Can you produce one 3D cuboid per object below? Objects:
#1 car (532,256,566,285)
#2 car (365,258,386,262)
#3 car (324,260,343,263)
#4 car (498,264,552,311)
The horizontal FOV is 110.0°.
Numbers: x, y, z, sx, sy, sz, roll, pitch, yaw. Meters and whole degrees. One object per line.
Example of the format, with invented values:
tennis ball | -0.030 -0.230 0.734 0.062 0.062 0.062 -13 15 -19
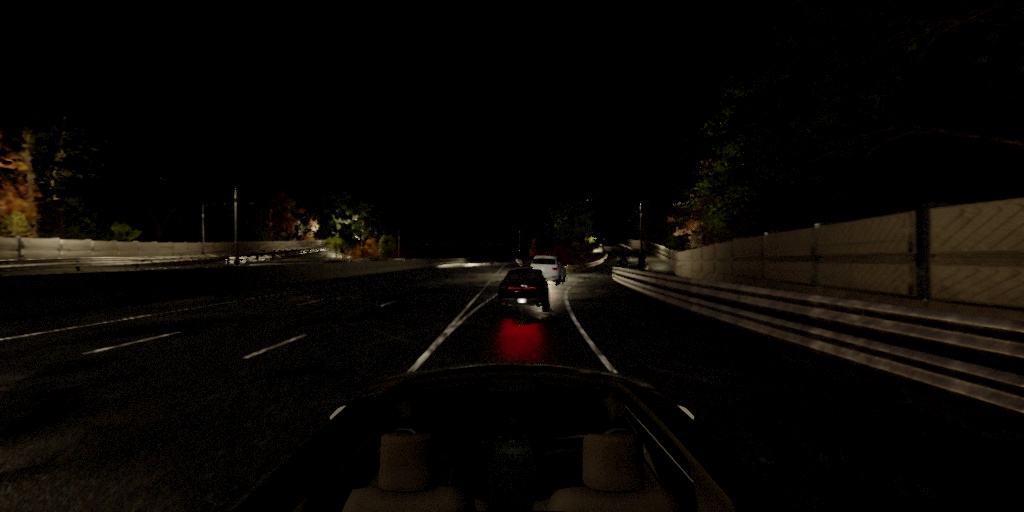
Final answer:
car | 2.781 1.054 27.029 2.150 2.045 5.566 1 -1 15
car | -21.015 1.260 56.630 1.882 1.535 5.008 0 0 1
car | -28.017 1.308 55.918 1.812 1.442 4.674 0 0 1
car | 0.581 1.264 14.540 1.837 1.490 4.892 -1 0 6
